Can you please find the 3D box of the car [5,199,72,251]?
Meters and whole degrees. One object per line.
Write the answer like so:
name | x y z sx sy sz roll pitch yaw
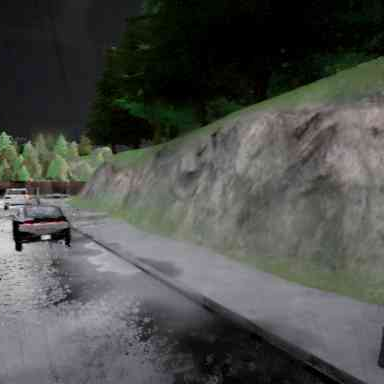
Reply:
car | -6.067 1.261 13.198 2.128 1.511 4.902 -1 2 -30

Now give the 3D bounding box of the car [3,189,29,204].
car | -17.969 0.670 34.051 2.150 2.045 5.566 -1 2 -30
